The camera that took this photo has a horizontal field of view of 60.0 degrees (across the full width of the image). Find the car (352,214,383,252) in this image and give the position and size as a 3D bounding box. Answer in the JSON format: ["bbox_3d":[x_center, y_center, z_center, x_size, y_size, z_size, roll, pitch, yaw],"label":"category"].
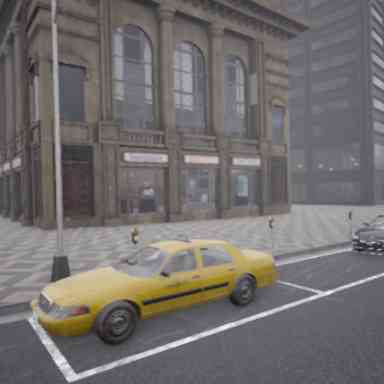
[{"bbox_3d":[7.621,1.455,12.281,4.403,1.369,2.008,-1,-1,-36],"label":"car"}]

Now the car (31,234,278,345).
[{"bbox_3d":[-0.397,1.535,6.403,4.829,1.417,1.752,-1,-1,-36],"label":"car"}]
